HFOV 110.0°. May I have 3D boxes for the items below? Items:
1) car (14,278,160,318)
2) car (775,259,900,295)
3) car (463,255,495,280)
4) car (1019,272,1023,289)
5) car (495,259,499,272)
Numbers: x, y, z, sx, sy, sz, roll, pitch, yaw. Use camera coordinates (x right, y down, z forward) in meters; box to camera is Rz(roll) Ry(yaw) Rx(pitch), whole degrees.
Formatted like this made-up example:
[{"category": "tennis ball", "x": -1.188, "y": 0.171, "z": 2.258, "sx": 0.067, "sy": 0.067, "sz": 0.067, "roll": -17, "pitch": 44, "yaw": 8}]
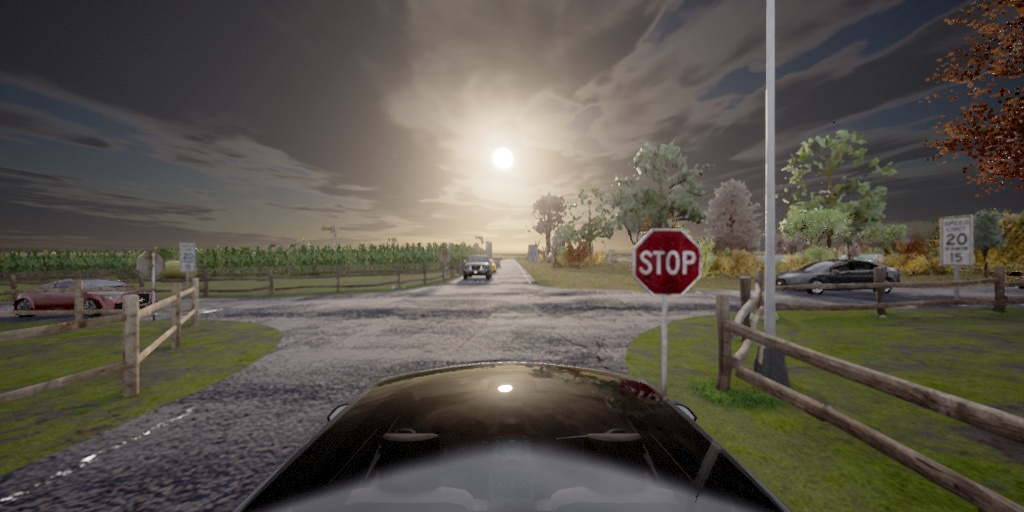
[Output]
[{"category": "car", "x": -16.505, "y": 1.570, "z": 14.057, "sx": 4.181, "sy": 1.385, "sz": 1.994, "roll": -1, "pitch": 0, "yaw": 2}, {"category": "car", "x": 14.707, "y": 0.935, "z": 16.450, "sx": 4.892, "sy": 1.490, "sz": 1.837, "roll": -2, "pitch": 0, "yaw": 1}, {"category": "car", "x": -2.889, "y": 0.924, "z": 31.113, "sx": 2.150, "sy": 2.045, "sz": 5.566, "roll": 0, "pitch": 0, "yaw": 0}, {"category": "car", "x": 22.600, "y": 0.855, "z": 13.387, "sx": 5.357, "sy": 1.411, "sz": 2.033, "roll": -1, "pitch": 0, "yaw": 1}, {"category": "car", "x": -2.908, "y": 1.167, "z": 42.837, "sx": 1.882, "sy": 1.535, "sz": 5.008, "roll": 0, "pitch": 0, "yaw": 0}]
